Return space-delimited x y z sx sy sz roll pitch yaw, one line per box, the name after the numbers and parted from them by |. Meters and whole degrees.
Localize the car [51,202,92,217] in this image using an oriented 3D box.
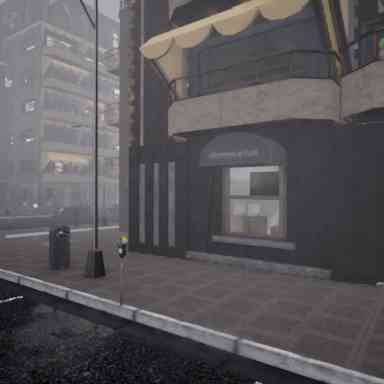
-12.738 1.821 35.264 1.967 1.590 4.097 -1 -1 35 | car

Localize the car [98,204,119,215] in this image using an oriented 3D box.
-9.457 2.063 39.890 1.802 1.307 4.206 -1 -1 35 | car
